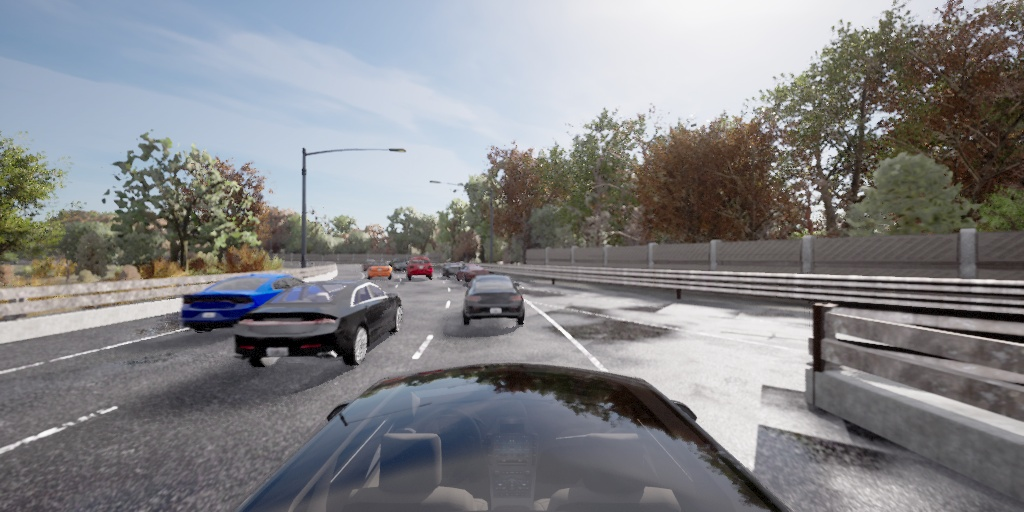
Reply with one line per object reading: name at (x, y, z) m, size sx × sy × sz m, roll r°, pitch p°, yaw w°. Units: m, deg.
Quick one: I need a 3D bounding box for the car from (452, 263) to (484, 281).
car at (-3.302, 1.452, 29.596) m, size 1.812 × 1.442 × 4.674 m, roll 0°, pitch -1°, yaw -22°

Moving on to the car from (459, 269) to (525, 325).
car at (-0.670, 1.338, 12.056) m, size 1.812 × 1.442 × 4.674 m, roll 0°, pitch 0°, yaw -6°

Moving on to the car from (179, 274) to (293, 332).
car at (-7.565, 1.289, 11.140) m, size 1.882 × 1.535 × 5.008 m, roll 0°, pitch 0°, yaw -5°

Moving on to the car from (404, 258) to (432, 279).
car at (-9.023, 1.182, 34.753) m, size 2.150 × 2.045 × 5.566 m, roll 0°, pitch 0°, yaw -18°

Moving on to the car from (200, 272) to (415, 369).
car at (-3.786, 1.281, 7.943) m, size 2.128 × 1.511 × 4.902 m, roll 0°, pitch 0°, yaw -4°

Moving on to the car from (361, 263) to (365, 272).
car at (-21.140, 1.433, 53.433) m, size 2.097 × 1.767 × 4.553 m, roll 0°, pitch 0°, yaw -29°

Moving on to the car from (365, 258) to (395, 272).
car at (-12.858, 1.316, 35.052) m, size 2.097 × 1.767 × 4.553 m, roll 0°, pitch 0°, yaw -18°

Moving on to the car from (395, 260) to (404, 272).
car at (-16.429, 1.672, 52.162) m, size 1.895 × 1.301 × 4.718 m, roll 0°, pitch 0°, yaw -28°

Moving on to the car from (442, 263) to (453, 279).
car at (-6.047, 1.463, 36.728) m, size 2.128 × 1.511 × 4.902 m, roll 0°, pitch 0°, yaw -18°
